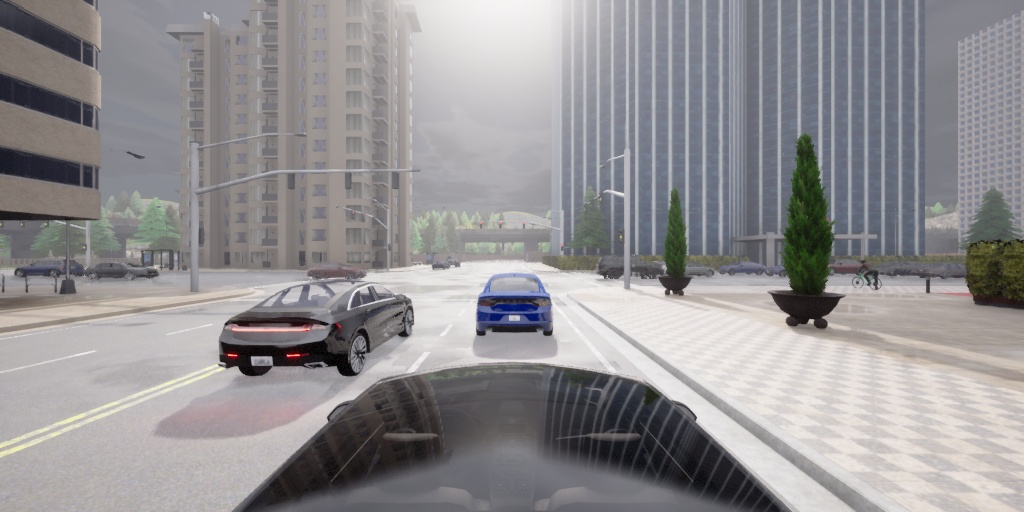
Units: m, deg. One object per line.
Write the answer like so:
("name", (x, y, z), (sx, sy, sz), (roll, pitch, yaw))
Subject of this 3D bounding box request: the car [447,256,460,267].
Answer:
("car", (-10.602, 0.971, 64.221), (2.150, 2.045, 5.566), (0, 0, 0))

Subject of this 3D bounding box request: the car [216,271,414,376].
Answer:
("car", (-3.447, 1.242, 7.390), (2.128, 1.511, 4.902), (0, 0, 0))

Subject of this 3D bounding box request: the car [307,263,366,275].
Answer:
("car", (-14.755, 1.275, 30.280), (4.674, 1.442, 1.812), (0, 0, -1))

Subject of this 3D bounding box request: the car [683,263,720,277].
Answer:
("car", (16.987, 1.314, 34.321), (4.181, 1.385, 1.994), (0, 0, -1))

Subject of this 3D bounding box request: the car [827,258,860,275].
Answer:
("car", (34.351, 1.102, 37.997), (4.553, 1.767, 2.097), (0, 0, 0))

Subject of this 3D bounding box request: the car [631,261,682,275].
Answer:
("car", (15.183, 1.276, 37.802), (4.674, 1.442, 1.812), (0, 0, -1))

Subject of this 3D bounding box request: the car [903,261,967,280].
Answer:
("car", (37.660, 1.297, 30.844), (5.357, 1.411, 2.033), (0, 0, -1))

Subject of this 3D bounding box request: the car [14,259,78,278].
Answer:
("car", (-43.391, 1.102, 33.659), (4.553, 1.767, 2.097), (0, 0, -1))

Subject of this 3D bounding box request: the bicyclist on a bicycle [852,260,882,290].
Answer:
("bicyclist on a bicycle", (19.628, 1.051, 19.865), (0.582, 1.620, 1.656), (0, 0, -1))

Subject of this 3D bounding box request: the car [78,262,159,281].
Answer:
("car", (-32.614, 1.254, 30.088), (4.892, 1.490, 1.837), (0, 0, -1))

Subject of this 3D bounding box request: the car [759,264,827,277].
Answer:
("car", (26.906, 1.276, 34.420), (4.674, 1.442, 1.812), (0, 0, 0))

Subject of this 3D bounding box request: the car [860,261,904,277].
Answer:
("car", (37.227, 1.242, 34.521), (4.902, 1.511, 2.128), (0, 0, 0))

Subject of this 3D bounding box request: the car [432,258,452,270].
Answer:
("car", (-10.633, 1.351, 53.547), (1.895, 1.301, 4.718), (0, 0, 0))

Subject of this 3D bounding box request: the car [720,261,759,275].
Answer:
("car", (24.266, 1.276, 37.896), (4.674, 1.442, 1.812), (0, 0, 0))

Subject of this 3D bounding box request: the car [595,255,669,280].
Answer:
("car", (9.930, 0.971, 30.543), (5.566, 2.045, 2.150), (0, 0, -1))

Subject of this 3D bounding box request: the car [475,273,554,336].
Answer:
("car", (0.069, 1.228, 10.429), (1.882, 1.535, 5.008), (0, 0, 0))
